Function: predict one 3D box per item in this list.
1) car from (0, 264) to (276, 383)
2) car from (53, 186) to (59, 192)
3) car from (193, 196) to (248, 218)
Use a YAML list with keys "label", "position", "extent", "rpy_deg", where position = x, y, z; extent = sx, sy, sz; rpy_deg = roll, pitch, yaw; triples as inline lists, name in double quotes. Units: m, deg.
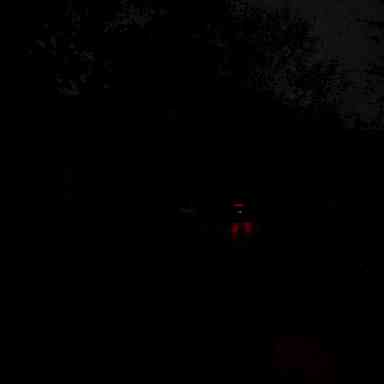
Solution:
- label: "car"
  position: [-1.322, 1.492, 2.789]
  extent: [5.008, 1.535, 1.882]
  rpy_deg: [0, 0, -41]
- label: "car"
  position: [-30.787, -0.587, 73.475]
  extent: [1.882, 1.535, 5.008]
  rpy_deg: [2, -1, -34]
- label: "car"
  position: [1.961, 1.009, 24.245]
  extent: [2.128, 1.511, 4.902]
  rpy_deg: [2, 1, -33]
